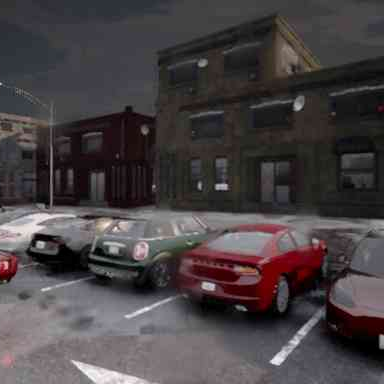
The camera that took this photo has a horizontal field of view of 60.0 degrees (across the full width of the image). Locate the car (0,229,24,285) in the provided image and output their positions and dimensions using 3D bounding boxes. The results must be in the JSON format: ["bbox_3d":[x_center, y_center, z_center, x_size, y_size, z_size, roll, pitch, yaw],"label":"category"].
[{"bbox_3d":[-6.149,1.576,7.763,4.718,1.301,1.895,0,0,35],"label":"car"}]

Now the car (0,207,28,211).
[{"bbox_3d":[-7.284,1.477,14.111,2.163,1.488,4.792,0,0,35],"label":"car"}]

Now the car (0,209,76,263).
[{"bbox_3d":[-5.052,1.492,12.552,2.002,1.452,4.674,0,0,35],"label":"car"}]

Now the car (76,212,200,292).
[{"bbox_3d":[-0.549,1.337,9.306,2.185,1.767,4.553,0,0,35],"label":"car"}]

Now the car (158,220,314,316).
[{"bbox_3d":[1.711,1.470,7.727,2.097,1.535,5.008,0,0,35],"label":"car"}]

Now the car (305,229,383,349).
[{"bbox_3d":[3.941,1.508,6.108,2.163,1.488,4.792,0,0,35],"label":"car"}]
